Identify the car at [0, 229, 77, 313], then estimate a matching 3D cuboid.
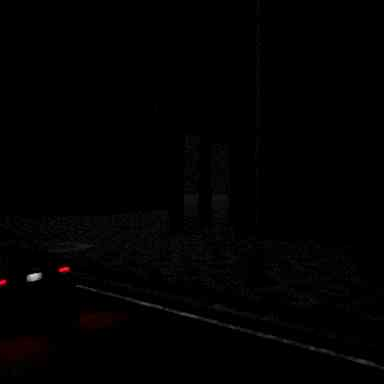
[{"bbox_3d":[-4.804,1.548,7.346,5.357,1.411,2.033,0,0,36],"label":"car"}]
